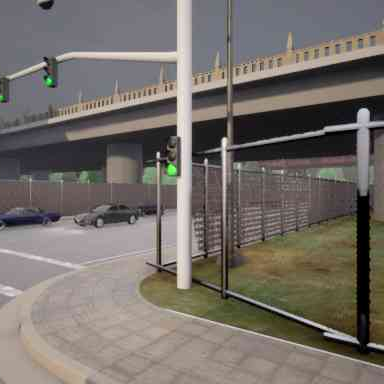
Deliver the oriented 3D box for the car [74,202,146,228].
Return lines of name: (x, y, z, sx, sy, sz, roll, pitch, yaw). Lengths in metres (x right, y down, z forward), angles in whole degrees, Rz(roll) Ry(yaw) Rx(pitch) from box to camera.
car: (-5.734, 1.559, 22.866, 1.837, 1.490, 4.892, 0, 0, 35)

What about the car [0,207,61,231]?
car: (-11.094, 1.655, 21.415, 1.895, 1.301, 4.718, 0, 0, 37)
